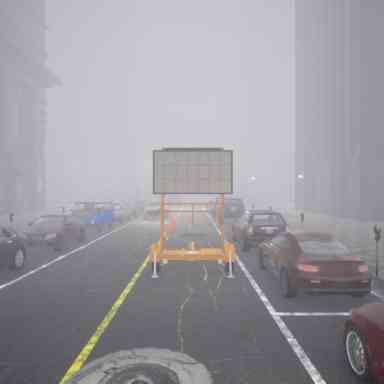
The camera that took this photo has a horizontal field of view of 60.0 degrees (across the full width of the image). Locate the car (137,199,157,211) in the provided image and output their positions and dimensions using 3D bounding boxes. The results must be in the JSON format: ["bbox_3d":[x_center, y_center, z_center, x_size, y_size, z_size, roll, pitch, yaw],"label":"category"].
[{"bbox_3d":[-5.670,1.585,42.076,1.947,1.339,4.313,0,0,0],"label":"car"}]

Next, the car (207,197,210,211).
[{"bbox_3d":[2.828,1.324,30.786,2.192,1.841,5.009,0,0,0],"label":"car"}]

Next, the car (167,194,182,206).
[{"bbox_3d":[-2.872,1.268,55.116,2.150,2.045,5.566,0,0,0],"label":"car"}]

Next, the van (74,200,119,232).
[{"bbox_3d":[-5.722,1.344,19.530,1.690,1.788,3.998,0,0,0],"label":"van"}]

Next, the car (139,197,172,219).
[{"bbox_3d":[-3.034,1.486,28.979,1.882,1.535,5.008,0,0,0],"label":"car"}]

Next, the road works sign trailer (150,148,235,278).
[{"bbox_3d":[0.023,0.465,10.138,2.380,3.560,2.880,0,0,0],"label":"road works sign trailer"}]

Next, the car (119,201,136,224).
[{"bbox_3d":[-5.709,1.531,24.996,1.752,1.417,4.829,0,0,0],"label":"car"}]

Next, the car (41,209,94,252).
[{"bbox_3d":[-5.734,1.583,13.893,1.802,1.307,4.206,0,0,0],"label":"car"}]

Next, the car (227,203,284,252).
[{"bbox_3d":[2.790,1.441,13.878,1.967,1.590,4.097,0,0,0],"label":"car"}]

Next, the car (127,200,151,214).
[{"bbox_3d":[-5.683,1.580,36.439,1.947,1.339,4.313,0,0,0],"label":"car"}]

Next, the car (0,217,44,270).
[{"bbox_3d":[-5.747,1.551,8.256,2.008,1.369,4.403,0,0,0],"label":"car"}]

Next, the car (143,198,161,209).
[{"bbox_3d":[-5.657,1.575,47.713,2.008,1.369,4.403,0,0,0],"label":"car"}]

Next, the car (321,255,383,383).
[{"bbox_3d":[2.765,1.582,2.606,1.802,1.307,4.206,0,0,0],"label":"car"}]

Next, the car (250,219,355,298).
[{"bbox_3d":[2.778,1.582,8.242,1.802,1.307,4.206,0,0,0],"label":"car"}]

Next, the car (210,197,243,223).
[{"bbox_3d":[2.815,1.321,25.150,2.192,1.841,5.009,0,0,0],"label":"car"}]

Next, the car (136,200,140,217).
[{"bbox_3d":[-5.695,1.591,30.803,1.802,1.307,4.206,0,0,0],"label":"car"}]
